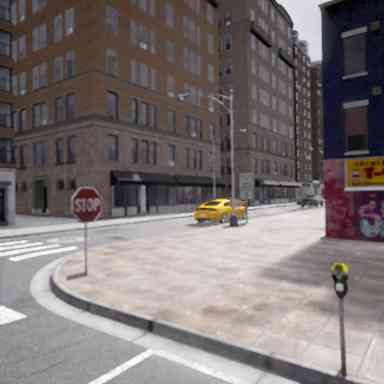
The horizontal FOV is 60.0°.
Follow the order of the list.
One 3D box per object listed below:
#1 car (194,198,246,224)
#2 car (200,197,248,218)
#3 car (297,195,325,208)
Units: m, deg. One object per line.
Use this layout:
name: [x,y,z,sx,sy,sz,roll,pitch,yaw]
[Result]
car: [2.097,1.266,22.662,1.882,1.535,5.008,-1,0,36]
car: [2.864,1.281,28.800,1.882,1.535,5.008,-1,0,36]
car: [14.728,1.144,40.251,1.837,1.490,4.892,-1,0,36]
